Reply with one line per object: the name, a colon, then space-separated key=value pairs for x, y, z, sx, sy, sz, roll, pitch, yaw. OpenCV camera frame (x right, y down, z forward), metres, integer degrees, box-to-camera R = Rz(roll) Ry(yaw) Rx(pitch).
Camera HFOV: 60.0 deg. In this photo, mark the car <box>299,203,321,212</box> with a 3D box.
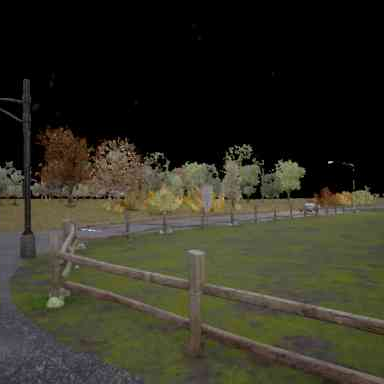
car: x=18.874 y=2.448 z=52.974 sx=2.033 sy=1.411 sz=5.357 roll=-1 pitch=-2 yaw=40
